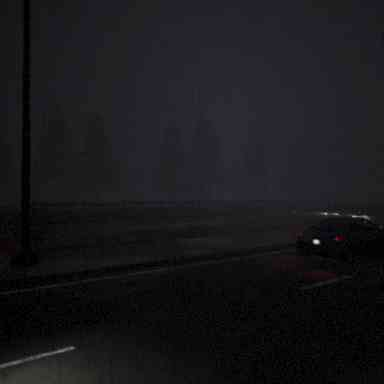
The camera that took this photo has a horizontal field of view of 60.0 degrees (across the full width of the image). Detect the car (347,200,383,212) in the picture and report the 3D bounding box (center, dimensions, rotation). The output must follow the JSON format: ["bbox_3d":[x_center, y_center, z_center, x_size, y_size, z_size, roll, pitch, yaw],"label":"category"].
[{"bbox_3d":[19.344,1.664,35.651,5.357,1.411,2.033,0,0,-35],"label":"car"}]

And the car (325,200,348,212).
[{"bbox_3d":[17.341,1.578,38.521,4.181,1.385,1.994,0,0,-35],"label":"car"}]

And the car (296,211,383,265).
[{"bbox_3d":[5.674,1.597,11.948,4.181,1.385,1.994,0,0,-35],"label":"car"}]
